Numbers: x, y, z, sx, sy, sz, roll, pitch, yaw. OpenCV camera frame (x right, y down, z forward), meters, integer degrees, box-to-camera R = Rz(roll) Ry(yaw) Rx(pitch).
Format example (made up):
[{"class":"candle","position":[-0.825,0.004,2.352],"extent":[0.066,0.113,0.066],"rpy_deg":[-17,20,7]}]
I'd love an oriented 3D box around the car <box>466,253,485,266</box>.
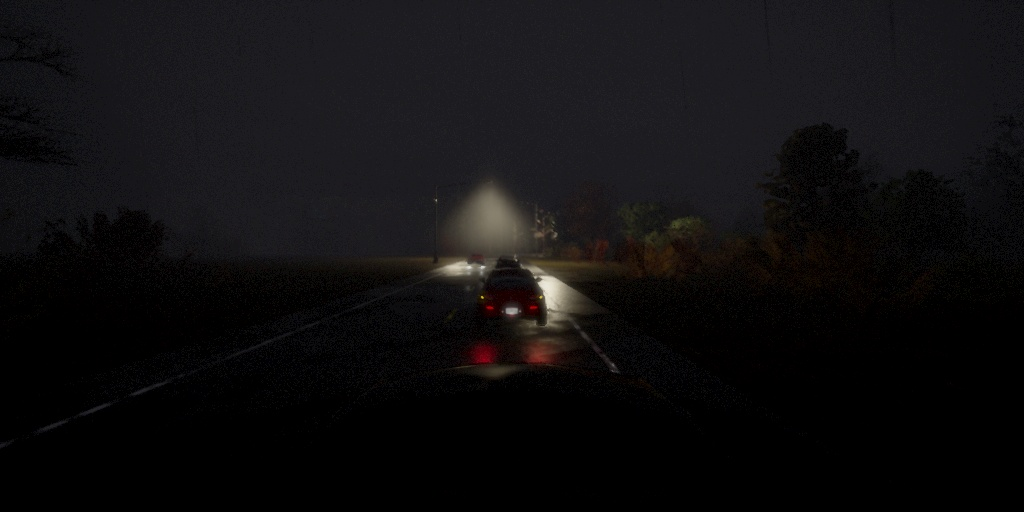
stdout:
[{"class":"car","position":[-4.236,0.368,42.691],"extent":[1.812,1.442,4.674],"rpy_deg":[0,1,-1]}]

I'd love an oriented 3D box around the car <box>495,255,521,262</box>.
[{"class":"car","position":[-0.309,0.657,28.188],"extent":[2.128,1.511,4.902],"rpy_deg":[0,1,-1]}]

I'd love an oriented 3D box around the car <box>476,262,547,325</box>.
[{"class":"car","position":[-0.033,1.076,10.778],"extent":[1.812,1.442,4.674],"rpy_deg":[0,1,-1]}]
